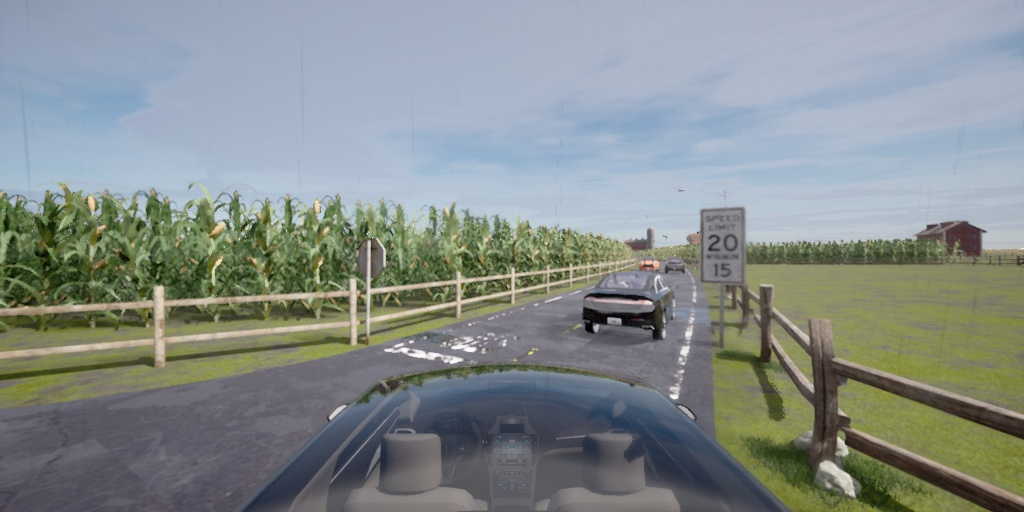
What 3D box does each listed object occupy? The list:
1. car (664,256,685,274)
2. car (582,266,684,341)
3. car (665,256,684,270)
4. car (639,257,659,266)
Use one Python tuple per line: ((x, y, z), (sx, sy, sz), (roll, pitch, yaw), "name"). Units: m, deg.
((17.094, 1.032, 37.572), (2.128, 1.511, 4.902), (0, 0, 25), "car")
((3.385, 1.195, 9.938), (2.128, 1.511, 4.902), (0, 0, 28), "car")
((21.184, 0.833, 46.957), (2.097, 1.767, 4.553), (0, 0, 22), "car")
((16.387, 0.855, 42.786), (2.097, 1.767, 4.553), (0, 0, 24), "car")
